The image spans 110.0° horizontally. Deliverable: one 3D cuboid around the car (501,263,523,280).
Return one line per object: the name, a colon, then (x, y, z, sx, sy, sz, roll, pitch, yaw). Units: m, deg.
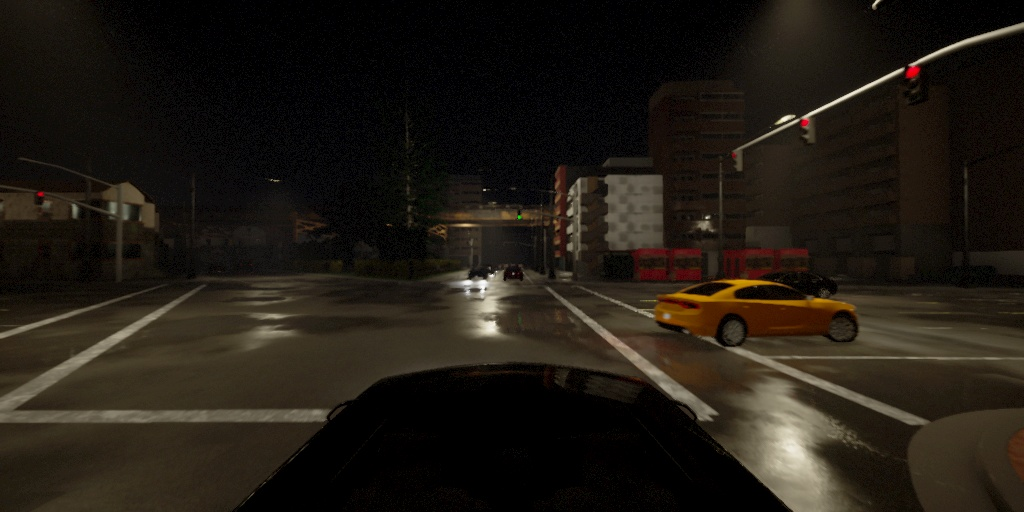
car: (0.129, 1.726, 36.885, 1.994, 1.385, 4.181, 0, -1, 0)

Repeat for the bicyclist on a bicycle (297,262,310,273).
bicyclist on a bicycle: (-29.297, 1.638, 50.299, 0.582, 1.620, 1.656, -1, -1, 44)

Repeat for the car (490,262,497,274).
car: (-3.512, 1.841, 51.405, 1.837, 1.490, 4.892, 0, -1, 1)

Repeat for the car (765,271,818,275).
car: (15.069, 1.588, 19.828, 4.892, 1.490, 1.837, 0, -1, 0)

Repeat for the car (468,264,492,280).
car: (-3.554, 1.779, 38.124, 1.895, 1.301, 4.718, 0, -1, 0)

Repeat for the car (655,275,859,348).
car: (6.281, 1.358, 9.325, 5.008, 1.535, 1.882, 0, -2, -10)
